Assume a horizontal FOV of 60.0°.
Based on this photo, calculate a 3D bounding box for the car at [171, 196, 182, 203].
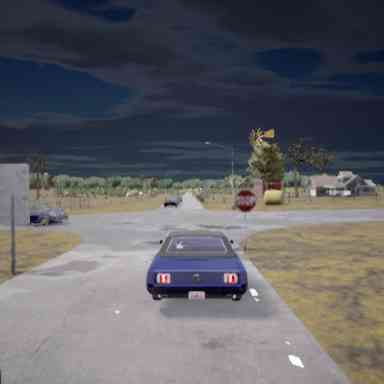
[{"bbox_3d":[-3.076,1.532,67.609,1.994,1.385,4.181,0,0,0],"label":"car"}]

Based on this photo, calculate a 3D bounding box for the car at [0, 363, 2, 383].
[{"bbox_3d":[-2.855,1.561,1.551,1.994,1.385,4.181,0,0,0],"label":"car"}]

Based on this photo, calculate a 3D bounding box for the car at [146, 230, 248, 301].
[{"bbox_3d":[0.109,1.589,8.253,1.895,1.301,4.718,0,0,0],"label":"car"}]

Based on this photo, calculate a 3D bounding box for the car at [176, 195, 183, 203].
[{"bbox_3d":[-3.047,1.466,57.548,1.837,1.490,4.892,0,0,0],"label":"car"}]

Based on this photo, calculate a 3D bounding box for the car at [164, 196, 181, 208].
[{"bbox_3d":[-2.993,1.562,47.423,1.895,1.301,4.718,0,0,-1],"label":"car"}]

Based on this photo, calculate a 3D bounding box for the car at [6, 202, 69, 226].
[{"bbox_3d":[-11.629,1.572,24.889,4.553,1.767,2.097,-1,1,10],"label":"car"}]

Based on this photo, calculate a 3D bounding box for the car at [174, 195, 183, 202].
[{"bbox_3d":[-3.148,1.482,77.875,1.837,1.490,4.892,0,0,0],"label":"car"}]
